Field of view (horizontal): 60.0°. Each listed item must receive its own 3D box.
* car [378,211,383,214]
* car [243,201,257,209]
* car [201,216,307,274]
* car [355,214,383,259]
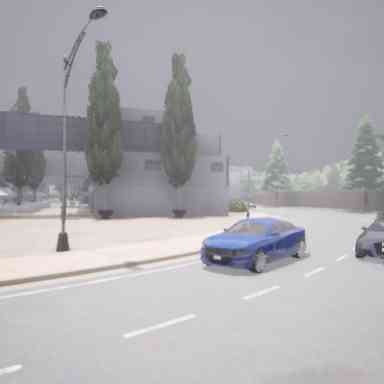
[{"bbox_3d":[18.623,2.050,30.009,2.033,1.411,5.357,0,-1,9],"label":"car"},{"bbox_3d":[10.310,2.393,61.717,1.812,1.442,4.674,1,-1,-17],"label":"car"},{"bbox_3d":[2.308,1.642,11.479,1.882,1.535,5.008,0,-1,39],"label":"car"},{"bbox_3d":[7.554,1.775,12.647,1.994,1.385,4.181,0,-1,34],"label":"car"}]
